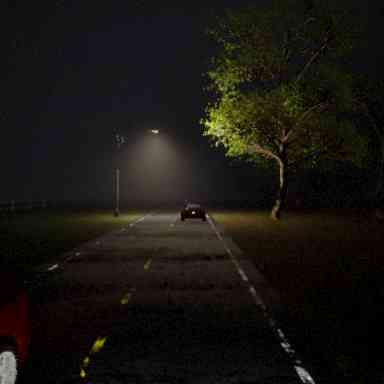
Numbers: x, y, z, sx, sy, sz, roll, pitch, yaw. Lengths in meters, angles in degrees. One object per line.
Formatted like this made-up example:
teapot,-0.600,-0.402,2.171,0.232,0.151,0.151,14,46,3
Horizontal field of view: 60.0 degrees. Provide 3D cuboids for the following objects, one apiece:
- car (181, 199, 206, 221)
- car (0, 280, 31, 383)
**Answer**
car,0.105,1.548,27.396,1.994,1.385,4.181,0,0,0
car,-2.848,1.477,1.915,1.882,1.535,5.008,0,0,0
